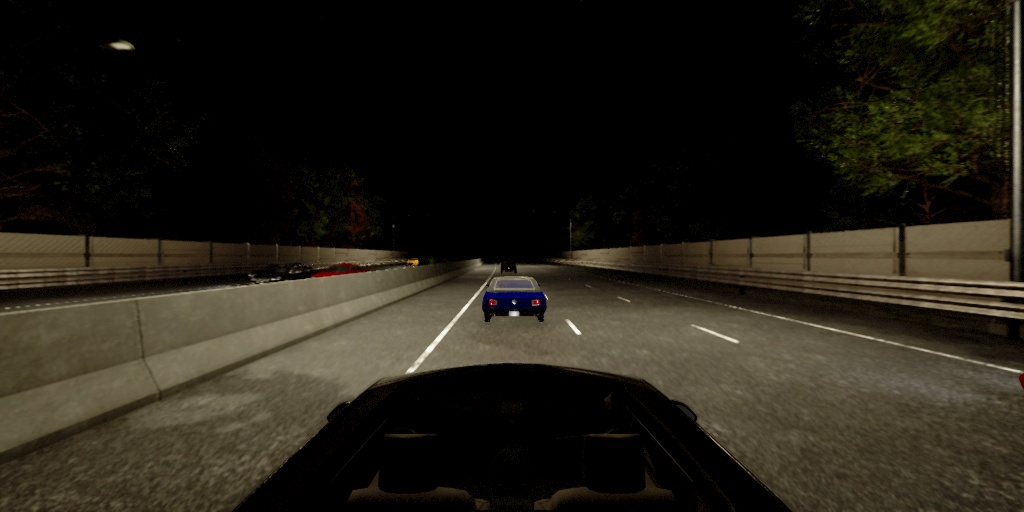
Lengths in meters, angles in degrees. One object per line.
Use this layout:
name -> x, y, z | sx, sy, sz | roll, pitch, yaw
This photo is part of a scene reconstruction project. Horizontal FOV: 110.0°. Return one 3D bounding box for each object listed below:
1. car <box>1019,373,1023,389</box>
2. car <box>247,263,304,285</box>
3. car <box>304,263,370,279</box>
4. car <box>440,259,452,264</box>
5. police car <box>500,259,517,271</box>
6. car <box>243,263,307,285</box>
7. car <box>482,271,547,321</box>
car -> 7.092, 1.274, 2.335 | 1.812, 1.442, 4.674 | 0, 0, 0
car -> -14.245, 1.264, 22.766 | 1.837, 1.490, 4.892 | 0, 0, -1
car -> -10.745, 1.237, 22.832 | 1.882, 1.535, 5.008 | 0, 0, -1
car -> -11.645, 1.297, 64.010 | 1.812, 1.442, 4.674 | 0, 0, -2
police car -> -0.440, 1.192, 44.225 | 1.930, 1.638, 5.238 | 0, 0, -1
car -> -17.805, 1.286, 27.285 | 1.812, 1.442, 4.674 | 0, 0, -1
car -> 0.055, 1.355, 12.421 | 1.895, 1.301, 4.718 | 0, 0, 0
